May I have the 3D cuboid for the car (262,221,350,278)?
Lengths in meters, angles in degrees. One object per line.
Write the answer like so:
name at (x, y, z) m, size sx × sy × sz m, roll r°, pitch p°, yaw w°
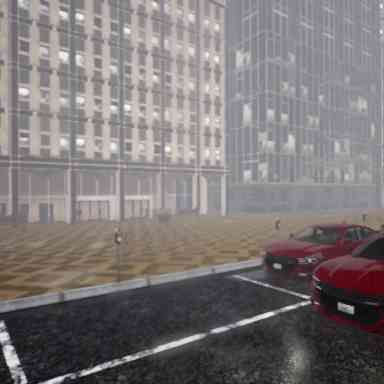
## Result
car at (3.904, 1.550, 9.347) m, size 4.507 × 1.381 × 1.887 m, roll 0°, pitch 0°, yaw -35°

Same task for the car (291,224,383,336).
car at (4.353, 1.482, 6.459) m, size 5.008 × 1.535 × 1.882 m, roll 0°, pitch 0°, yaw -35°
